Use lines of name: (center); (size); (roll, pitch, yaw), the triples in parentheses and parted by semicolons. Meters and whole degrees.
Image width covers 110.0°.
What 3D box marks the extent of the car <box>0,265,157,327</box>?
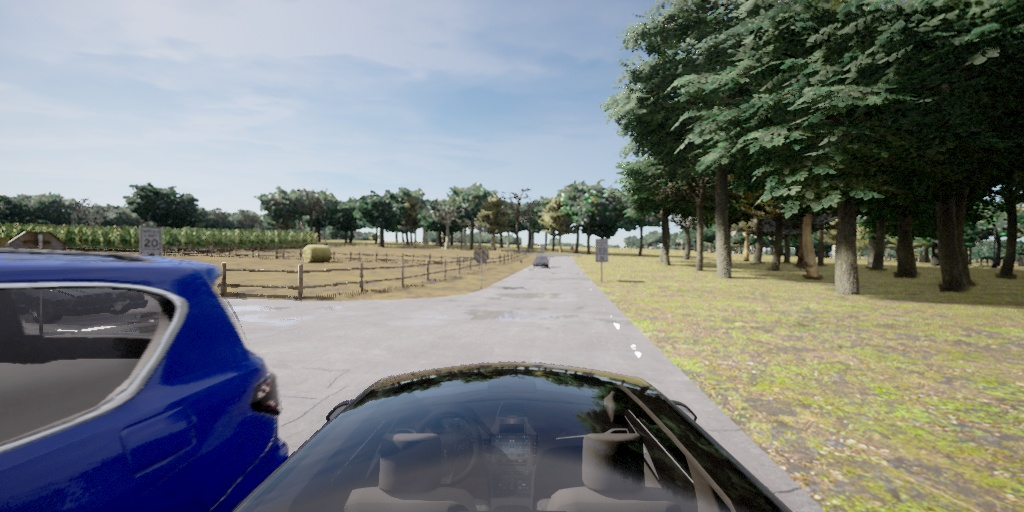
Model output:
car: (-13.835, 1.041, 10.454); (5.357, 1.411, 2.033); (1, 0, 7)

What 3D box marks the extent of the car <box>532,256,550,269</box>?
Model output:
car: (3.590, 0.744, 43.614); (1.837, 1.490, 4.892); (0, 1, 8)
